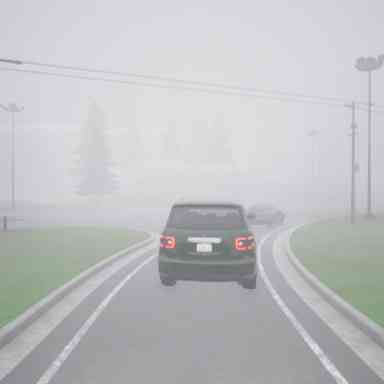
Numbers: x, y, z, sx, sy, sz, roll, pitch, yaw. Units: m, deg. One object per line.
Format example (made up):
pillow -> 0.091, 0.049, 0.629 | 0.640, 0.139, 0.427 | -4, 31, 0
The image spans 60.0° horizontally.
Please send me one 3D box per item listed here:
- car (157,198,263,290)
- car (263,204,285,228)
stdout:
car -> 0.572, 1.170, 9.169 | 2.150, 2.045, 5.566 | 0, 0, 7
car -> 4.665, 1.445, 21.610 | 1.994, 1.385, 4.181 | 0, 0, 28
